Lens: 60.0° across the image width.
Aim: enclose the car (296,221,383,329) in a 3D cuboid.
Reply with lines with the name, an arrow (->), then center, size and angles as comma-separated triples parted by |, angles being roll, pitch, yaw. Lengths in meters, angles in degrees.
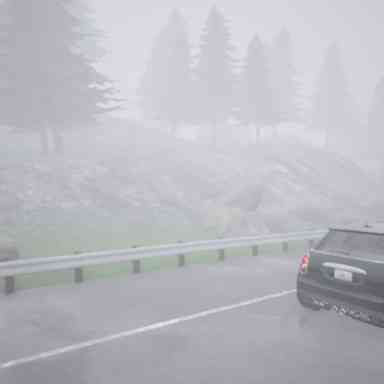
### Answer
car -> 4.192, 1.369, 6.574 | 4.553, 1.767, 2.097 | 0, 0, -34
